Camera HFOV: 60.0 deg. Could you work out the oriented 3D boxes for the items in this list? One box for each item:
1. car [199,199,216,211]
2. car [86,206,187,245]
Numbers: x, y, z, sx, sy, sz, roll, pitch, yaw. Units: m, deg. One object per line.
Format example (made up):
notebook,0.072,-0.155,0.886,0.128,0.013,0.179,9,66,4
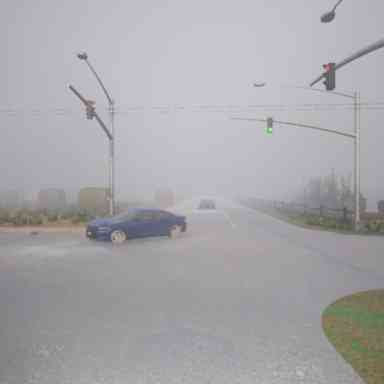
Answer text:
car,1.875,1.510,40.686,1.994,1.385,4.181,0,0,3
car,-2.478,1.480,15.834,5.008,1.535,1.882,0,3,-41
